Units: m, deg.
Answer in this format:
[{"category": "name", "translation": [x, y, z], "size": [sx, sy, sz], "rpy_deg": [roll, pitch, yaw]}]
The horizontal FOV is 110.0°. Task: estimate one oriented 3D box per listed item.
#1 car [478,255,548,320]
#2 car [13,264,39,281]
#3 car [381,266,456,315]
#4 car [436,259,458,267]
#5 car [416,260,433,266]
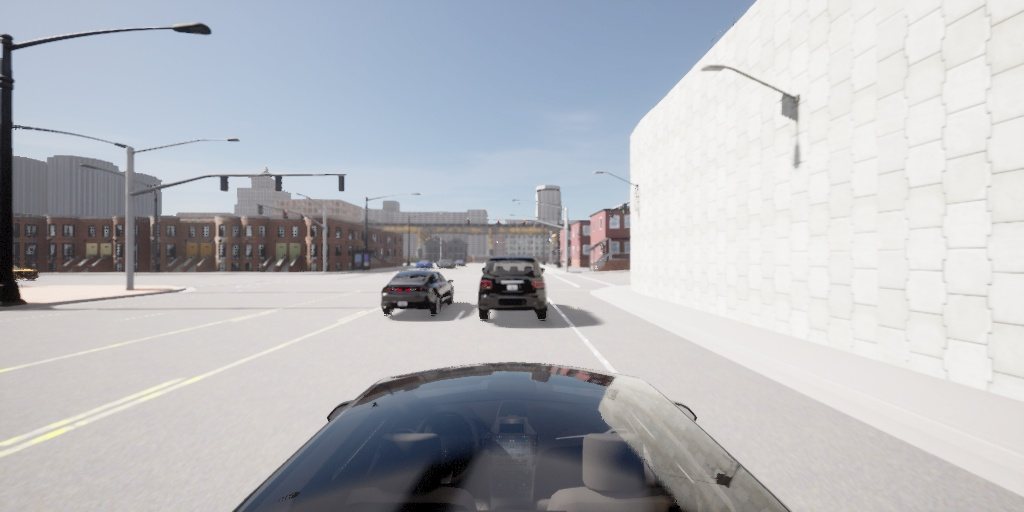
[{"category": "car", "translation": [0.053, 1.006, 12.960], "size": [2.150, 2.045, 5.566], "rpy_deg": [0, 0, 1]}, {"category": "car", "translation": [-42.309, 1.312, 29.553], "size": [5.008, 1.535, 1.882], "rpy_deg": [0, 0, 0]}, {"category": "car", "translation": [-3.440, 1.290, 13.726], "size": [1.837, 1.490, 4.892], "rpy_deg": [0, -1, 0]}, {"category": "car", "translation": [-10.635, 1.274, 58.108], "size": [2.097, 1.767, 4.553], "rpy_deg": [0, 0, 0]}, {"category": "car", "translation": [-14.133, 1.398, 57.952], "size": [1.882, 1.535, 5.008], "rpy_deg": [0, 0, 0]}]
